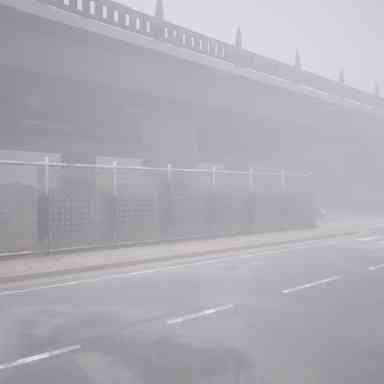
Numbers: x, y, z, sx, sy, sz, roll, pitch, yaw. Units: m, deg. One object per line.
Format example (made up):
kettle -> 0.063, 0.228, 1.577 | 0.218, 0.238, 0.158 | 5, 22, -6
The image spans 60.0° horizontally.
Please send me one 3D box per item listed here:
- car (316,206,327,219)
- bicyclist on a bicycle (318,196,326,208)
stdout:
car -> 9.102, 1.491, 28.521 | 2.128, 1.511, 4.902 | 0, 0, -36
bicyclist on a bicycle -> 16.684, 1.301, 42.717 | 1.656, 1.620, 0.582 | 0, 0, -36
